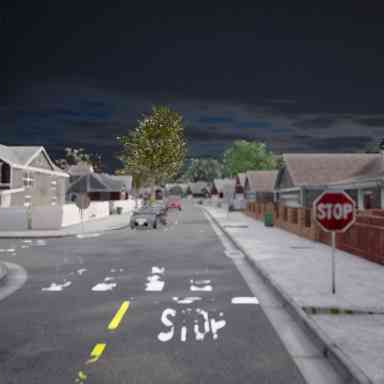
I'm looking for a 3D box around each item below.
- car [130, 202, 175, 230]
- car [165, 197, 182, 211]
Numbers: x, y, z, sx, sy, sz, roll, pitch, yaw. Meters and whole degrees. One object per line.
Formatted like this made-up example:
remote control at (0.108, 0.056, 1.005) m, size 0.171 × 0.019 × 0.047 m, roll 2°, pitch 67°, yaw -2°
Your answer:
car at (-2.900, 1.728, 23.417) m, size 2.128 × 1.511 × 4.902 m, roll 0°, pitch 0°, yaw 8°
car at (-2.638, 1.702, 48.918) m, size 2.150 × 2.045 × 5.566 m, roll 0°, pitch 0°, yaw 0°
